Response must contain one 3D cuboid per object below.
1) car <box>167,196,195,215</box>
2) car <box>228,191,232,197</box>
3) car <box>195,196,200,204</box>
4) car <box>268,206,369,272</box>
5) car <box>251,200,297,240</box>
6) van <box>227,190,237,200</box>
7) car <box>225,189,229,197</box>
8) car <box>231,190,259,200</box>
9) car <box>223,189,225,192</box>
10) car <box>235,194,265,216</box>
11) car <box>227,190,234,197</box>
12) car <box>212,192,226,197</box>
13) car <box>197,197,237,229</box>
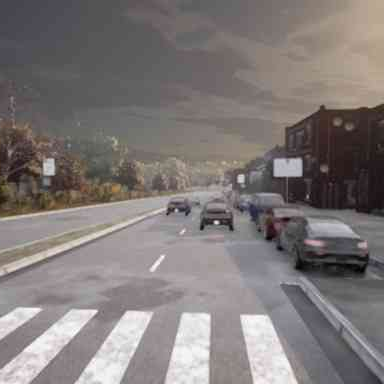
[{"bbox_3d":[-1.072,1.196,29.375,1.837,1.490,4.892,0,1,4],"label":"car"},{"bbox_3d":[6.838,1.017,49.155,2.231,1.521,4.892,0,1,4],"label":"car"},{"bbox_3d":[0.089,1.139,44.547,1.895,1.301,4.718,0,1,4],"label":"car"},{"bbox_3d":[3.893,1.441,10.533,2.002,1.452,4.674,2,1,4],"label":"car"},{"bbox_3d":[4.296,1.376,16.014,2.163,1.488,4.792,0,1,4],"label":"car"},{"bbox_3d":[8.539,0.569,71.309,1.878,1.987,4.442,0,1,4],"label":"van"},{"bbox_3d":[7.677,0.655,60.079,2.435,2.045,5.566,0,1,4],"label":"car"},{"bbox_3d":[5.991,1.000,38.111,2.185,1.767,4.553,0,1,4],"label":"car"},{"bbox_3d":[8.949,0.616,76.672,2.185,1.767,4.553,0,1,4],"label":"car"},{"bbox_3d":[5.560,1.222,32.508,2.002,1.452,4.674,0,1,4],"label":"car"},{"bbox_3d":[7.260,0.961,54.664,2.097,1.535,5.008,0,1,4],"label":"car"},{"bbox_3d":[3.342,1.083,44.806,1.812,1.442,4.674,0,1,5],"label":"car"},{"bbox_3d":[1.472,1.313,19.927,1.837,1.490,4.892,0,1,4],"label":"car"}]
